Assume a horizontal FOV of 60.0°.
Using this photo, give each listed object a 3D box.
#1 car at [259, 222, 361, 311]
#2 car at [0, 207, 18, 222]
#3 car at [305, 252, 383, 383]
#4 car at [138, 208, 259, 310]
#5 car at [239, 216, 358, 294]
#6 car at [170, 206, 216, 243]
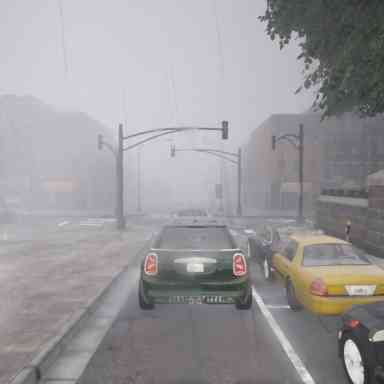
[{"bbox_3d":[2.685,1.523,7.597,1.752,1.417,4.829,-1,0,0],"label":"car"},{"bbox_3d":[-14.727,1.426,23.071,4.892,1.490,1.837,1,1,0],"label":"car"},{"bbox_3d":[2.625,1.550,2.435,2.008,1.369,4.403,-1,0,0],"label":"car"},{"bbox_3d":[0.076,1.350,7.978,2.097,1.767,4.553,0,0,0],"label":"car"},{"bbox_3d":[2.664,1.548,9.571,2.008,1.369,4.403,-1,0,0],"label":"car"},{"bbox_3d":[0.035,1.555,17.412,2.033,1.411,5.357,0,0,0],"label":"car"}]
